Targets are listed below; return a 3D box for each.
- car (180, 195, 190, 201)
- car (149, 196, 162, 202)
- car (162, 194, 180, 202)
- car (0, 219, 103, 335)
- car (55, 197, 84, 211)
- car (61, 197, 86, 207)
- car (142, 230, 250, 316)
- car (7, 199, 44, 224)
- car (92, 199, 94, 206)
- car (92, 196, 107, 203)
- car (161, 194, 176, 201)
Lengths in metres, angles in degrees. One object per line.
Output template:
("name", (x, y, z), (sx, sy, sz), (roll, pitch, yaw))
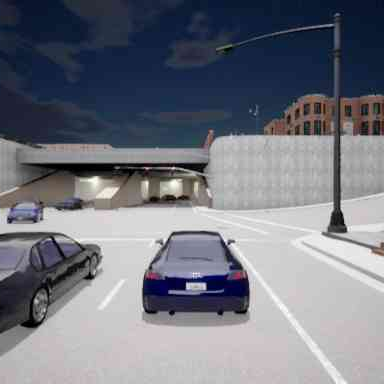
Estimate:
("car", (-2.119, 1.491, 84.921), (1.812, 1.442, 4.674), (0, 0, 28))
("car", (-8.268, 1.511, 74.834), (2.033, 1.411, 5.357), (0, 0, 6))
("car", (-4.749, 1.326, 75.126), (2.097, 1.767, 4.553), (0, 0, 6))
("car", (-3.424, 1.545, 6.917), (2.033, 1.411, 5.357), (0, 0, 0))
("car", (-14.680, 1.532, 40.090), (2.033, 1.411, 5.357), (0, 0, -2))
("car", (-18.493, 1.527, 52.123), (2.033, 1.411, 5.357), (0, 0, -1))
("car", (0.078, 1.561, 7.614), (1.994, 1.385, 4.181), (0, 0, 0))
("car", (-12.125, 1.516, 24.435), (1.812, 1.442, 4.674), (0, 0, -17))
("car", (-15.068, 1.456, 55.555), (1.882, 1.535, 5.008), (0, 0, -1))
("car", (-18.779, 1.569, 67.511), (1.895, 1.301, 4.718), (0, 0, -1))
("car", (-5.925, 1.322, 84.884), (2.097, 1.767, 4.553), (0, 0, 24))
